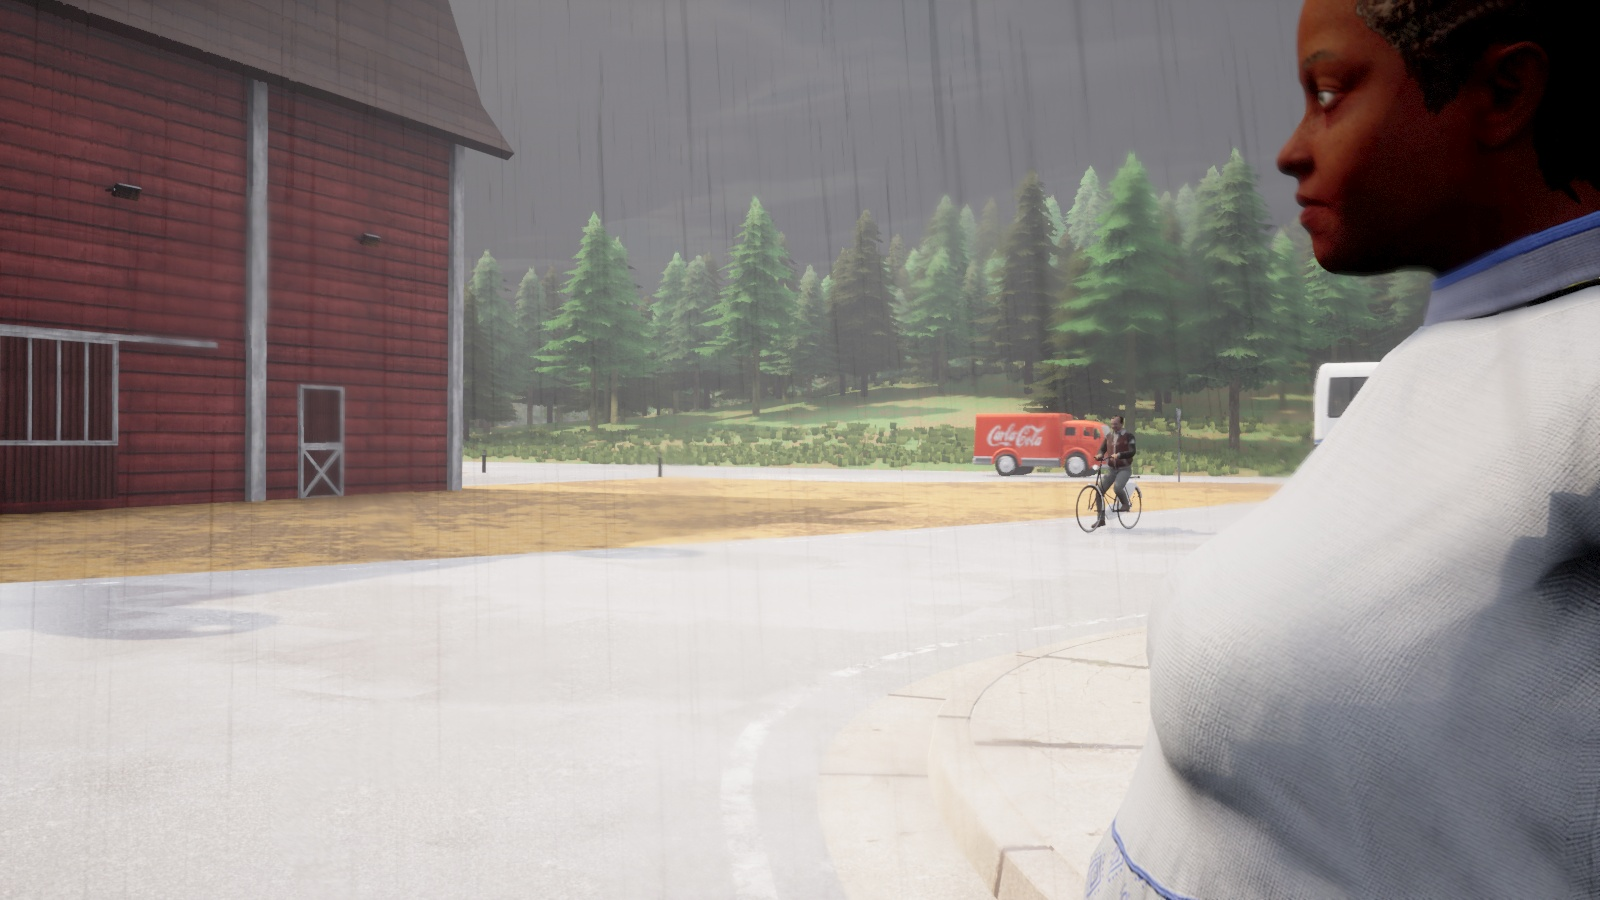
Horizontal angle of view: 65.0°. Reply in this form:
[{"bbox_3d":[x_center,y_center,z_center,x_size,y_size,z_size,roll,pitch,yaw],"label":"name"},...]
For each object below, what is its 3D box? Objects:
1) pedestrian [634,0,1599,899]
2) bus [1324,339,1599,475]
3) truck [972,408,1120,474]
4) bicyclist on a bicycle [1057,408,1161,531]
[{"bbox_3d":[0.492,0.512,0.896,0.900,1.855,0.874,0,0,19],"label":"pedestrian"},{"bbox_3d":[23.401,-1.347,42.441,10.273,4.253,3.944,-1,0,26],"label":"bus"},{"bbox_3d":[9.619,-0.367,49.098,5.204,2.467,2.627,0,1,26],"label":"truck"},{"bbox_3d":[4.673,0.268,18.923,1.843,1.776,0.659,-1,1,-45],"label":"bicyclist on a bicycle"}]
